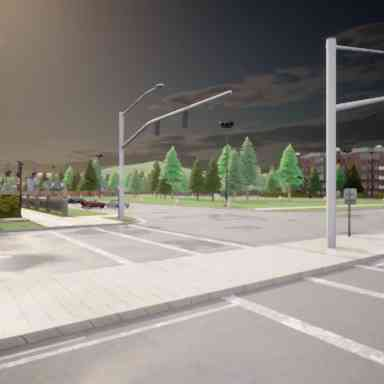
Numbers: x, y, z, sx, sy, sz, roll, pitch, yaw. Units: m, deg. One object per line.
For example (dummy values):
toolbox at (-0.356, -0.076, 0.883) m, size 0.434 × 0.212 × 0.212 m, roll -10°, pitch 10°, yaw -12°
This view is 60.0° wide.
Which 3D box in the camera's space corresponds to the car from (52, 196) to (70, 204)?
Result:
car at (-23.515, 1.501, 58.499) m, size 1.837 × 1.490 × 4.892 m, roll 0°, pitch 0°, yaw -36°

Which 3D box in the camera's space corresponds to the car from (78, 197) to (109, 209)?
car at (-13.162, 1.596, 44.192) m, size 1.895 × 1.301 × 4.718 m, roll 0°, pitch 0°, yaw -36°

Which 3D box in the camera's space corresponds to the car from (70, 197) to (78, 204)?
car at (-21.435, 1.542, 61.611) m, size 2.033 × 1.411 × 5.357 m, roll 0°, pitch 0°, yaw -35°

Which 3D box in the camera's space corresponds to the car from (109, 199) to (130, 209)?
car at (-10.313, 1.595, 46.217) m, size 1.895 × 1.301 × 4.718 m, roll 0°, pitch 0°, yaw -36°
